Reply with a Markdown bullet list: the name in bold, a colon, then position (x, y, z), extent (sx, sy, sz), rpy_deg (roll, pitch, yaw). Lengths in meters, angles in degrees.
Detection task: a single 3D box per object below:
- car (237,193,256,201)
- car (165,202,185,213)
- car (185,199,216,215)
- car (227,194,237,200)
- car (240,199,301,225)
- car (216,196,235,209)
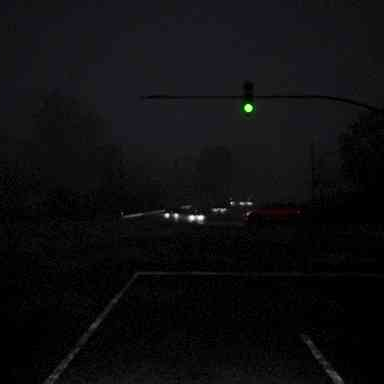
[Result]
- **car**: position (11.429, 1.006, 67.910), extent (2.097, 1.767, 4.553), rpy_deg (0, 3, 27)
- **car**: position (-1.869, 2.038, 44.326), extent (2.033, 1.411, 5.357), rpy_deg (0, 0, 16)
- **car**: position (1.127, 1.975, 41.905), extent (2.128, 1.511, 4.902), rpy_deg (0, 0, 16)
- **car**: position (8.288, 1.178, 69.461), extent (1.837, 1.490, 4.892), rpy_deg (0, 3, 27)
- **car**: position (6.472, 1.705, 27.280), extent (4.553, 1.767, 2.097), rpy_deg (0, -1, 3)
- **car**: position (4.962, 1.845, 53.873), extent (2.033, 1.411, 5.357), rpy_deg (0, 2, 21)
